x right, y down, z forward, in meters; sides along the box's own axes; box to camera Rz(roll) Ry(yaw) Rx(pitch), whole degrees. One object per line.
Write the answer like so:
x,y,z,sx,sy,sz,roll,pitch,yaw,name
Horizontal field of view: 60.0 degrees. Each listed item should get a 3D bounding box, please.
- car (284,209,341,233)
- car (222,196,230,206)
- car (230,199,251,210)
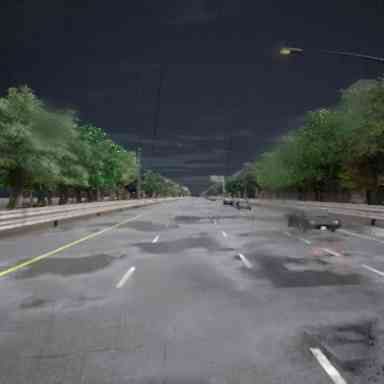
7.021,1.655,19.941,1.895,1.301,4.718,0,0,0,car
7.245,2.016,67.370,1.882,1.535,5.008,0,-1,0,car
7.118,1.784,47.027,2.128,1.511,4.902,0,-1,0,car
